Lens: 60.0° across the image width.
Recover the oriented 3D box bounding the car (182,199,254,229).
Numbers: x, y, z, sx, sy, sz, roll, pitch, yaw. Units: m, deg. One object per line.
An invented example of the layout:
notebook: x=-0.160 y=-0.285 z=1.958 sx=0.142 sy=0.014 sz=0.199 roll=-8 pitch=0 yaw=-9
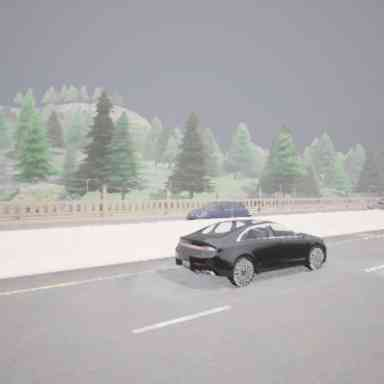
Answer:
car: x=1.810 y=1.395 z=22.470 sx=4.553 sy=1.767 sz=2.097 roll=0 pitch=0 yaw=-35

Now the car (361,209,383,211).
car: x=16.274 y=1.613 z=28.477 sx=4.674 sy=1.442 sz=1.812 roll=0 pitch=0 yaw=-35

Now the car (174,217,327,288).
car: x=1.835 y=1.512 z=9.352 sx=4.902 sy=1.511 sz=2.128 roll=0 pitch=0 yaw=-35
